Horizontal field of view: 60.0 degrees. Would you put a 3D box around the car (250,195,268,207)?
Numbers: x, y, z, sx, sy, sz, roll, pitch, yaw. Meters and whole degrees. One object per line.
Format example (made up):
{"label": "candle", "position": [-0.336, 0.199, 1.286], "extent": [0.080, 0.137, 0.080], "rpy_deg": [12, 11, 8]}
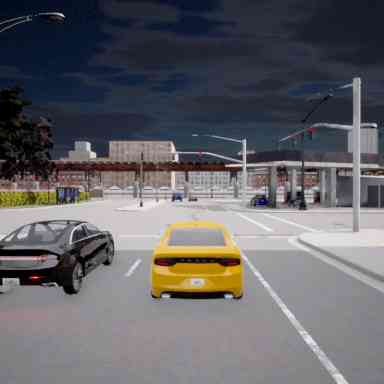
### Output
{"label": "car", "position": [9.880, 1.254, 48.740], "extent": [2.242, 1.667, 4.611], "rpy_deg": [0, 0, 1]}

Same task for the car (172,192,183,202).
{"label": "car", "position": [-3.243, 1.122, 74.060], "extent": [2.150, 2.045, 5.566], "rpy_deg": [0, 0, 0]}

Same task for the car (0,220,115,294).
{"label": "car", "position": [-3.387, 1.474, 8.702], "extent": [2.128, 1.511, 4.902], "rpy_deg": [0, 0, 0]}

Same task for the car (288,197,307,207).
{"label": "car", "position": [15.627, 1.426, 49.483], "extent": [1.970, 1.475, 3.806], "rpy_deg": [0, 0, 1]}

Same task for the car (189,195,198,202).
{"label": "car", "position": [0.254, 1.446, 73.449], "extent": [1.994, 1.385, 4.181], "rpy_deg": [0, 0, 0]}

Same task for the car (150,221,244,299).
{"label": "car", "position": [0.111, 1.468, 8.481], "extent": [1.882, 1.535, 5.008], "rpy_deg": [0, 0, 0]}
